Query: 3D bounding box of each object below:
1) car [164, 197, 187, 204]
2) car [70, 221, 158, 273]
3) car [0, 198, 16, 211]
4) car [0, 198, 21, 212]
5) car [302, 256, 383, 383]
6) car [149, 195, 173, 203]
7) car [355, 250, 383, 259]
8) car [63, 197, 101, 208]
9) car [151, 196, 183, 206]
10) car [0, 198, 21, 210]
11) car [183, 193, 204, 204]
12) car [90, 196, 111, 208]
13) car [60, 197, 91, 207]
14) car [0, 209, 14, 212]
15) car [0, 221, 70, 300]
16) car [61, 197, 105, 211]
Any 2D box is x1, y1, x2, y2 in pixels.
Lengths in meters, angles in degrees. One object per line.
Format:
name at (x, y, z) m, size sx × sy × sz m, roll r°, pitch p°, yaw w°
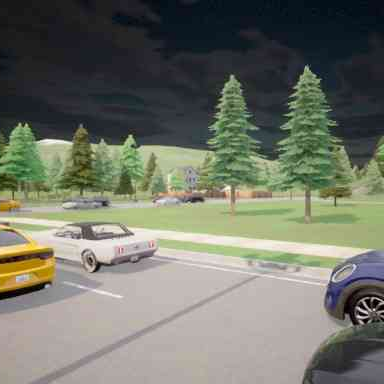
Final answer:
car at (-3.221, 1.601, 66.489) m, size 1.895 × 1.301 × 4.718 m, roll 0°, pitch 0°, yaw 37°
car at (-3.433, 1.601, 10.728) m, size 4.718 × 1.301 × 1.895 m, roll 0°, pitch 0°, yaw 35°
car at (-23.560, 1.492, 38.736) m, size 2.128 × 1.511 × 4.902 m, roll 0°, pitch 0°, yaw 36°
car at (-21.243, 1.478, 35.977) m, size 1.882 × 1.535 × 5.008 m, roll 0°, pitch 0°, yaw 36°
car at (3.102, 1.505, 1.762) m, size 4.892 × 1.490 × 1.837 m, roll 0°, pitch 0°, yaw 35°
car at (-6.241, 1.493, 68.254) m, size 2.128 × 1.511 × 4.902 m, roll 0°, pitch 0°, yaw 37°
car at (4.499, 1.352, 5.067) m, size 4.553 × 1.767 × 2.097 m, roll 0°, pitch 0°, yaw 36°
car at (-16.125, 1.490, 48.921) m, size 2.128 × 1.511 × 4.902 m, roll 0°, pitch 0°, yaw 36°
car at (-3.944, 1.526, 53.713) m, size 1.812 × 1.442 × 4.674 m, roll 0°, pitch 0°, yaw 36°
car at (-24.892, 1.526, 42.848) m, size 1.812 × 1.442 × 4.674 m, roll 0°, pitch 0°, yaw 36°
car at (0.249, 1.223, 65.324) m, size 2.150 × 2.045 × 5.566 m, roll 0°, pitch 0°, yaw 37°
car at (-13.627, 1.353, 46.406) m, size 2.097 × 1.767 × 4.553 m, roll 0°, pitch 0°, yaw 36°
car at (-18.184, 1.564, 52.032) m, size 1.994 × 1.385 × 4.181 m, roll 0°, pitch 0°, yaw 36°
car at (-10.839, 1.601, 15.998) m, size 4.718 × 1.301 × 1.895 m, roll 0°, pitch 0°, yaw 35°
car at (-5.215, 1.478, 7.698) m, size 5.008 × 1.535 × 1.882 m, roll 0°, pitch 0°, yaw 35°
car at (-13.466, 1.601, 40.693) m, size 1.895 × 1.301 × 4.718 m, roll 0°, pitch 0°, yaw 36°
